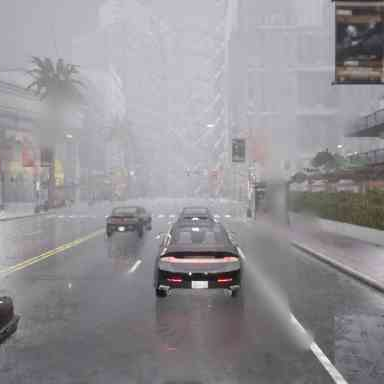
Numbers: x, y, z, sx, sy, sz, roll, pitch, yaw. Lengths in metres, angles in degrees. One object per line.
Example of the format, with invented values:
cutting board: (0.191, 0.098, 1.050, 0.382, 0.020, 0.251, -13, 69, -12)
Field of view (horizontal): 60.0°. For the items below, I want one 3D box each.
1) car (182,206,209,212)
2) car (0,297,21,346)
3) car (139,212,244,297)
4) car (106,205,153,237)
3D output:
car: (0.174, 1.505, 17.962, 1.837, 1.490, 4.892, 0, 0, 0)
car: (-3.377, 1.548, 2.271, 2.033, 1.411, 5.357, 0, 0, 0)
car: (0.145, 1.492, 8.544, 2.128, 1.511, 4.902, 0, 0, 0)
car: (-3.323, 1.503, 18.155, 1.837, 1.490, 4.892, 0, 0, 0)
